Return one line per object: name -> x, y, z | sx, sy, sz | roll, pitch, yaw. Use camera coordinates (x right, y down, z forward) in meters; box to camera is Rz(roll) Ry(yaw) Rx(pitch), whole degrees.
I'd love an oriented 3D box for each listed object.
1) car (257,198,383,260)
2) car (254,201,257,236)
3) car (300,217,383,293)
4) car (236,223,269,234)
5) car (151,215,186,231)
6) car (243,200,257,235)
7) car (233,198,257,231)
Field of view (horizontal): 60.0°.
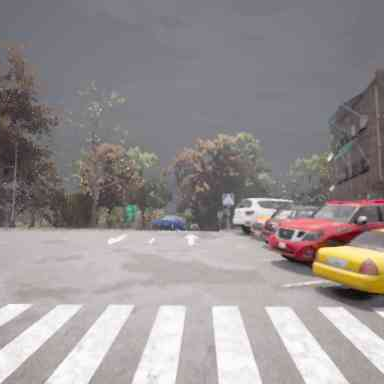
car -> 5.292, 1.284, 10.933 | 5.566, 2.045, 2.435 | 1, 0, -20
car -> 5.259, 1.423, 13.983 | 4.553, 1.767, 2.185 | 1, -1, -21
car -> 5.503, 1.522, 7.982 | 5.366, 1.575, 1.946 | 1, -1, -20
car -> 8.510, 5.123, 46.527 | 4.718, 1.301, 1.895 | 7, -9, -40
car -> -2.044, 2.870, 30.656 | 1.882, 1.535, 5.008 | -2, -8, 18
car -> 5.278, 1.475, 17.007 | 4.553, 1.767, 2.185 | 2, -3, -21
car -> 5.191, 1.480, 19.960 | 5.566, 2.045, 2.435 | 2, -6, -20
